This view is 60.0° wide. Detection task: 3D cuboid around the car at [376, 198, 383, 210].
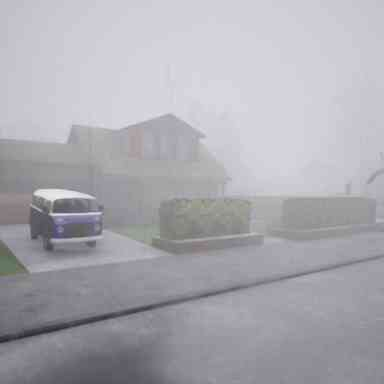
[{"bbox_3d":[24.409,1.246,41.202,3.866,1.878,1.905,0,0,0],"label":"car"}]
